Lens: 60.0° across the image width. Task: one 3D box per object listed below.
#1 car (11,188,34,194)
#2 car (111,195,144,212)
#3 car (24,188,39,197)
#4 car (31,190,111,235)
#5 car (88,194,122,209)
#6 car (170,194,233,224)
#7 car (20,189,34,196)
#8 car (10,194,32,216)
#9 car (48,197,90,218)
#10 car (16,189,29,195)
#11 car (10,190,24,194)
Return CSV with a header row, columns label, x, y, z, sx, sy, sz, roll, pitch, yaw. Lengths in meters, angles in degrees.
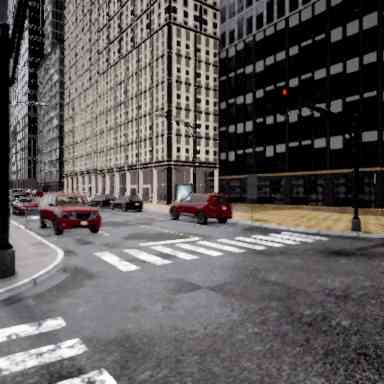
label,x,y,z,sx,sy,sz,roll,pitch,yaw
car,-23.263,0.572,44.686,2.128,1.511,4.902,0,1,-36
car,-5.999,1.064,30.651,1.947,1.339,4.313,1,0,-36
car,-32.072,0.092,66.558,1.967,1.590,4.097,1,0,-36
car,-6.217,1.006,16.700,2.192,1.841,5.009,1,0,-36
car,-9.259,0.959,35.139,1.947,1.339,4.313,1,0,-36
car,0.526,1.020,21.673,2.192,1.841,5.009,1,0,-36
car,-35.334,0.090,71.047,1.887,1.381,4.507,1,0,-36
car,-12.743,1.065,25.676,1.802,1.307,4.206,2,0,-36
car,-9.609,1.122,25.747,1.895,1.301,4.718,0,1,-36
car,-38.594,-0.017,75.535,1.887,1.381,4.507,1,0,-36
car,-19.260,0.824,34.650,2.008,1.369,4.403,2,0,-36
